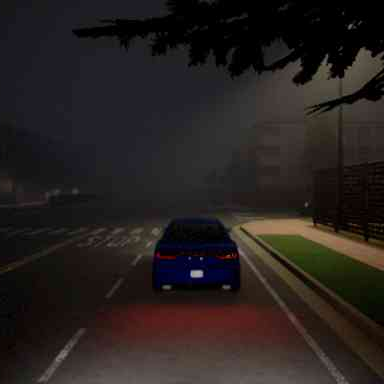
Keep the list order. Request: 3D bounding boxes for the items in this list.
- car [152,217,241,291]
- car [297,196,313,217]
[{"bbox_3d":[0.095,1.397,8.823,1.882,1.535,5.008,0,0,0],"label":"car"},{"bbox_3d":[11.022,1.091,27.026,4.553,1.767,2.097,0,1,-2],"label":"car"}]
